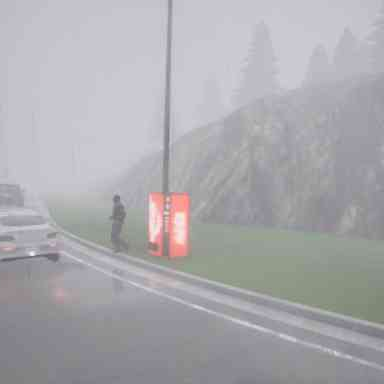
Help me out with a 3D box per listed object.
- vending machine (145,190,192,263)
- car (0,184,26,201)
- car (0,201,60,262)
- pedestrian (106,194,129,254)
[{"bbox_3d":[-0.729,1.005,10.320,1.100,2.100,0.880,1,1,-42],"label":"vending machine"},{"bbox_3d":[-15.223,0.344,27.687,2.150,2.045,5.566,1,1,-26],"label":"car"},{"bbox_3d":[-5.435,1.212,10.061,1.812,1.442,4.674,1,1,-39],"label":"car"},{"bbox_3d":[-2.262,0.919,9.979,0.375,1.860,0.375,1,1,-41],"label":"pedestrian"}]
